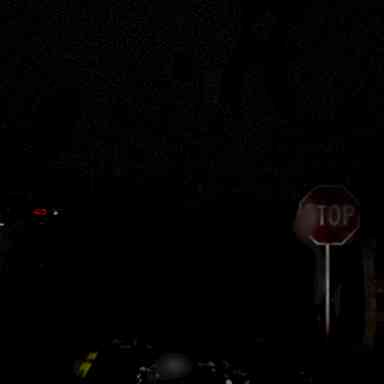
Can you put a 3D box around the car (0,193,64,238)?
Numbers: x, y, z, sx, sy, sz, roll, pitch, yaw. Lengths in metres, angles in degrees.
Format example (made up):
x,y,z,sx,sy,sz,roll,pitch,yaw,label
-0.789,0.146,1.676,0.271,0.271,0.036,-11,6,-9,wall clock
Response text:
x,y,z,sx,sy,sz,roll,pitch,yaw,label
-9.231,1.072,16.637,5.566,2.045,2.150,1,-1,12,car
